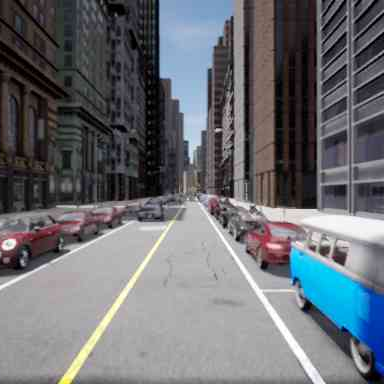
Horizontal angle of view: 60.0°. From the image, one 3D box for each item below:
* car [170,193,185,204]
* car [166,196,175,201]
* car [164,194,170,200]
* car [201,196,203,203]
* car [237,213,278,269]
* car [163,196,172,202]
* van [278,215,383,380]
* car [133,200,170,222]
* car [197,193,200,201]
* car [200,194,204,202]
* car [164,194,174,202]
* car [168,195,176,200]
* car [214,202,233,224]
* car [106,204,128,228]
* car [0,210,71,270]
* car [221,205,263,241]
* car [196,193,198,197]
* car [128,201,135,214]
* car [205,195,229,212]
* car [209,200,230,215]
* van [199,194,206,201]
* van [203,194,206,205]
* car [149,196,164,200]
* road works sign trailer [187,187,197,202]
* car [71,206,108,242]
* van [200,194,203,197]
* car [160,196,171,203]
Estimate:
[{"bbox_3d":[-2.994,1.574,67.588,1.837,1.490,4.892,0,0,0],"label":"car"},{"bbox_3d":[-5.742,1.678,89.753,1.947,1.339,4.313,0,0,0],"label":"car"},{"bbox_3d":[-5.747,1.506,61.572,1.967,1.590,4.097,0,0,0],"label":"car"},{"bbox_3d":[2.775,1.601,50.305,2.008,1.369,4.403,0,0,0],"label":"car"},{"bbox_3d":[2.768,1.589,10.848,1.802,1.307,4.206,0,0,0],"label":"car"},{"bbox_3d":[-5.744,1.638,78.480,1.887,1.381,4.507,0,0,0],"label":"car"},{"bbox_3d":[2.768,1.344,5.211,1.690,1.788,3.998,0,0,0],"label":"van"},{"bbox_3d":[-3.094,1.586,26.354,1.994,1.385,4.181,0,0,0],"label":"car"},{"bbox_3d":[2.780,1.524,72.851,1.967,1.590,4.097,0,0,0],"label":"car"},{"bbox_3d":[2.776,1.583,56.111,1.752,1.417,4.829,0,0,0],"label":"car"},{"bbox_3d":[-5.743,1.418,84.117,2.192,1.841,5.009,0,0,0],"label":"car"},{"bbox_3d":[-5.741,1.561,95.390,1.967,1.590,4.097,0,0,0],"label":"car"},{"bbox_3d":[2.770,1.583,22.121,1.947,1.339,4.313,0,0,0],"label":"car"},{"bbox_3d":[-5.755,1.599,22.117,1.802,1.307,4.206,0,0,0],"label":"car"},{"bbox_3d":[-5.757,1.447,10.845,1.967,1.590,4.097,0,0,0],"label":"car"},{"bbox_3d":[2.769,1.562,16.485,2.008,1.369,4.403,0,0,0],"label":"car"},{"bbox_3d":[2.782,1.543,84.124,1.967,1.590,4.097,0,0,0],"label":"car"},{"bbox_3d":[-5.753,1.612,33.390,1.802,1.307,4.206,0,0,0],"label":"car"},{"bbox_3d":[2.773,1.345,33.395,2.192,1.841,5.009,0,0,0],"label":"car"},{"bbox_3d":[2.771,1.589,27.758,1.947,1.339,4.313,0,0,0],"label":"car"},{"bbox_3d":[2.783,1.453,89.761,1.690,1.788,3.998,0,0,0],"label":"van"},{"bbox_3d":[2.775,1.385,44.668,1.690,1.788,3.998,0,0,0],"label":"van"},{"bbox_3d":[-5.750,1.616,50.299,1.947,1.339,4.313,0,0,0],"label":"car"},{"bbox_3d":[0.014,0.553,76.196,2.380,3.560,2.880,0,0,0],"label":"road works sign trailer"},{"bbox_3d":[-5.756,1.594,16.481,1.802,1.307,4.206,0,0,0],"label":"car"},{"bbox_3d":[2.778,1.407,61.578,1.690,1.788,3.998,0,0,0],"label":"van"},{"bbox_3d":[-5.746,1.650,72.844,1.947,1.339,4.313,0,0,0],"label":"car"}]
